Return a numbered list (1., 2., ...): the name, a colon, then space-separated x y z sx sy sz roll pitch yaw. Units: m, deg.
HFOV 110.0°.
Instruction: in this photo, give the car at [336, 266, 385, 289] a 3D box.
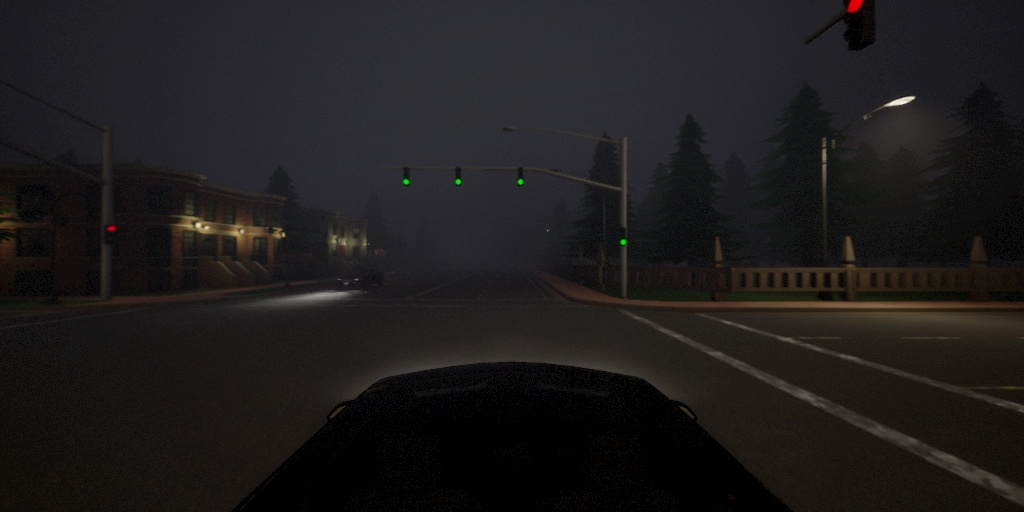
1. car: -10.509 1.473 25.198 2.128 1.511 4.902 0 0 0
